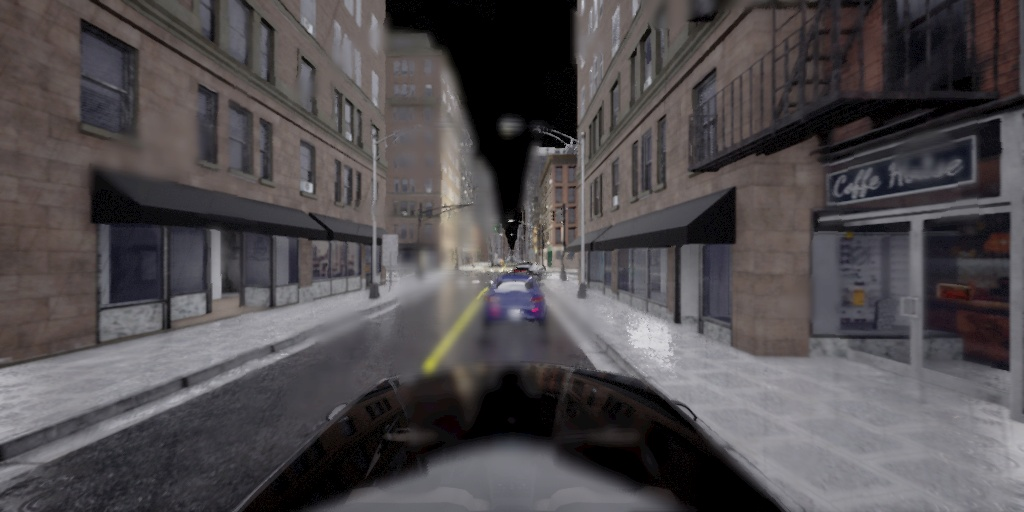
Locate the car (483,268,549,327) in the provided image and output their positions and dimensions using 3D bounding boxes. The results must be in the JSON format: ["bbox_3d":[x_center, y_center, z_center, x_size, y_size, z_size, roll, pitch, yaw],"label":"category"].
[{"bbox_3d":[0.102,1.292,11.412,1.812,1.442,4.674,0,0,0],"label":"car"}]

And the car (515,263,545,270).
[{"bbox_3d":[1.357,1.312,28.400,1.837,1.490,4.892,0,-1,18],"label":"car"}]
